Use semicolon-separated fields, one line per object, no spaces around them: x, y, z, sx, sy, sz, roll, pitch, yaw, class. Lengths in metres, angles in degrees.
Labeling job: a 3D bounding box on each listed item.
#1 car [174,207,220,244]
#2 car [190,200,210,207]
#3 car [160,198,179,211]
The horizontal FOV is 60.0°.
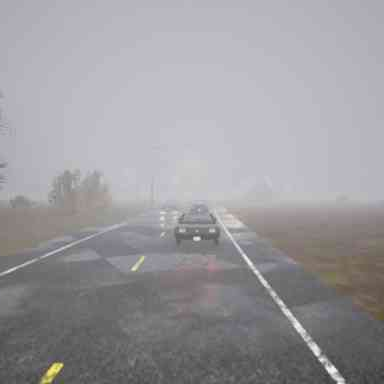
0.256;1.599;15.713;1.895;1.301;4.718;0;0;1;car
0.802;1.518;33.389;1.812;1.442;4.674;0;0;2;car
-2.610;1.514;39.797;1.812;1.442;4.674;0;0;3;car
